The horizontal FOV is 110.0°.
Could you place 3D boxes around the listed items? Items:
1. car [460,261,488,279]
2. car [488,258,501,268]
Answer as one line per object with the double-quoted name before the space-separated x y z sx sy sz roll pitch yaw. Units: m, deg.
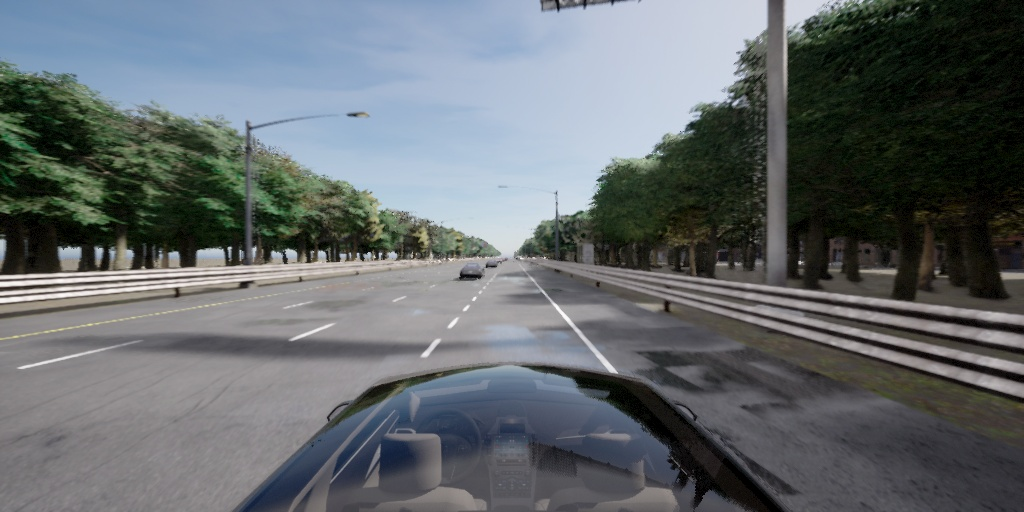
"car" -3.499 1.324 32.187 1.994 1.385 4.181 0 0 0
"car" -3.493 1.345 62.348 1.994 1.385 4.181 0 0 0
